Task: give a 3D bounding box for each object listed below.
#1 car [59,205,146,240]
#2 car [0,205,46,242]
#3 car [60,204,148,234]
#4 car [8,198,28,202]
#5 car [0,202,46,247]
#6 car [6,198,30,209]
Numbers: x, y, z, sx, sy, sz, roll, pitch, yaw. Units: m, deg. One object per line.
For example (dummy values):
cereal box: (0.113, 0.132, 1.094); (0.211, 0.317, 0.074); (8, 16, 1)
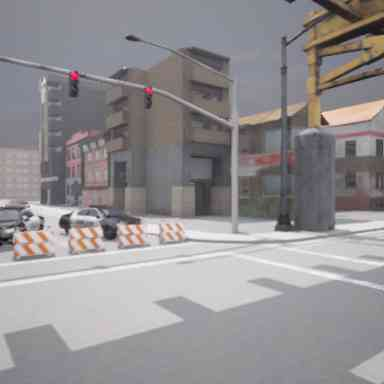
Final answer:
car: (-4.507, 1.445, 16.945); (4.974, 1.542, 2.038); (0, 0, 34)
car: (-8.092, 1.293, 14.846); (1.853, 1.218, 4.536); (0, 0, -11)
car: (-4.550, 1.288, 16.974); (4.536, 1.218, 1.853); (0, 0, 34)
car: (-20.154, 1.445, 38.455); (2.038, 1.542, 4.974); (0, 0, -36)
car: (-8.082, 1.450, 14.795); (2.038, 1.542, 4.974); (0, 0, -11)
car: (-20.184, 1.287, 38.497); (1.853, 1.218, 4.536); (0, 0, -36)
